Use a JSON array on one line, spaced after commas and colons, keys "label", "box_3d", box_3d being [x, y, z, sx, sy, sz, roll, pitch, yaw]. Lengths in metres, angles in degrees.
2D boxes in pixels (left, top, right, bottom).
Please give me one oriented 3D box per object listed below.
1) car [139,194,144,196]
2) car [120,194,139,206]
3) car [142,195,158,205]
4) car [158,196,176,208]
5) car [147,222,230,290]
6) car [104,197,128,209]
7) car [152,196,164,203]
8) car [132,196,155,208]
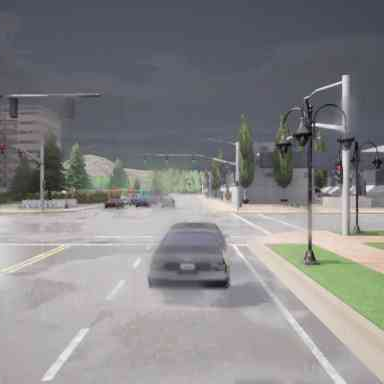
[{"label": "car", "box_3d": [-10.512, 1.582, 65.228, 2.033, 1.411, 5.357, 0, 0, 1]}, {"label": "car", "box_3d": [-10.568, 1.521, 54.763, 2.128, 1.511, 4.902, 0, 0, 0]}, {"label": "car", "box_3d": [-7.055, 1.579, 58.407, 2.033, 1.411, 5.357, 0, 0, 0]}, {"label": "car", "box_3d": [-3.328, 1.573, 47.593, 2.033, 1.411, 5.357, 0, 0, -1]}, {"label": "car", "box_3d": [0.067, 1.553, 9.210, 2.033, 1.411, 5.357, 0, 0, 4]}, {"label": "car", "box_3d": [-10.574, 1.625, 45.495, 1.895, 1.301, 4.718, 0, 0, 0]}, {"label": "car", "box_3d": [-6.979, 1.528, 68.674, 2.128, 1.511, 4.902, 0, 0, 0]}, {"label": "car", "box_3d": [-7.067, 1.627, 48.762, 1.895, 1.301, 4.718, 0, 0, 0]}]
